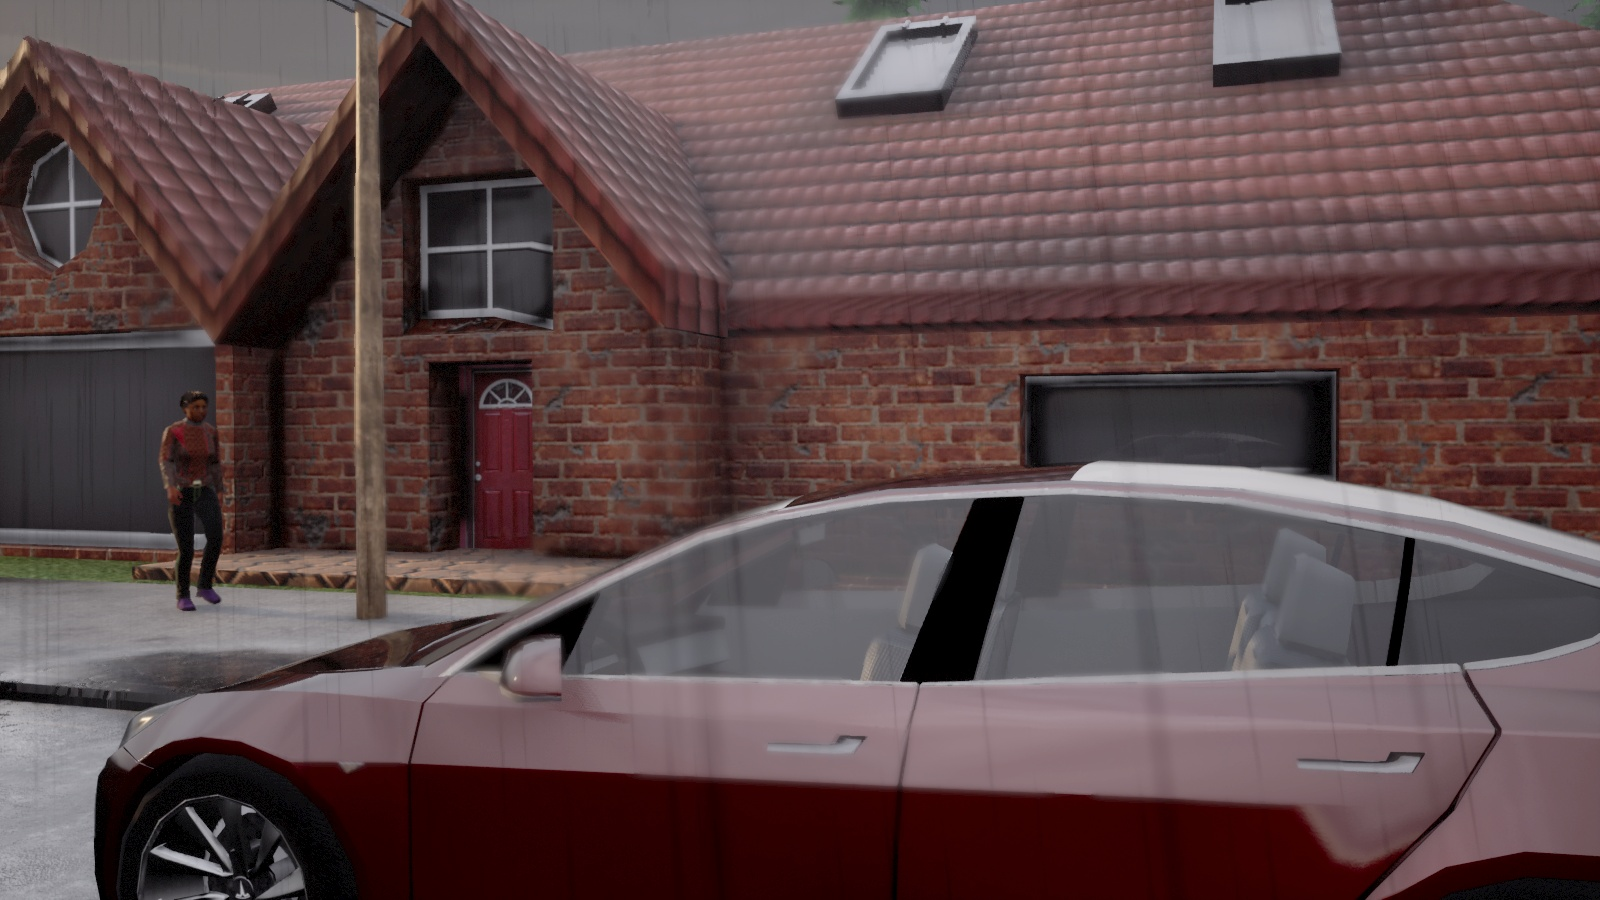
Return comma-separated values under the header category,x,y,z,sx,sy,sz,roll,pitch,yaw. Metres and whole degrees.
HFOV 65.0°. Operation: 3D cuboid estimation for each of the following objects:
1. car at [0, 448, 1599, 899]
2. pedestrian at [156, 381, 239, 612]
category,x,y,z,sx,sy,sz,roll,pitch,yaw
car,0.350,0.770,3.606,4.792,1.488,2.163,1,1,18
pedestrian,-4.912,0.354,10.224,0.869,1.805,0.328,1,1,44
